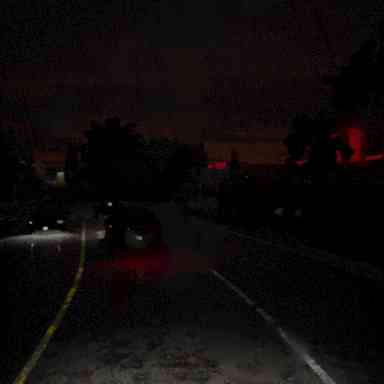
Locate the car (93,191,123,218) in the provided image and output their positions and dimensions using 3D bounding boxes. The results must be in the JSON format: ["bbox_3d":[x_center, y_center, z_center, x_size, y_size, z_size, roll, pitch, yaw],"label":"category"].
[{"bbox_3d":[-6.709,0.952,26.812,2.150,2.045,5.566,-1,1,-16],"label":"car"}]

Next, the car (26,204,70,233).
[{"bbox_3d":[-7.972,1.374,18.869,2.033,1.411,5.357,-1,1,-17],"label":"car"}]

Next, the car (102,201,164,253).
[{"bbox_3d":[-2.424,1.337,13.195,1.882,1.535,5.008,-1,1,-16],"label":"car"}]
